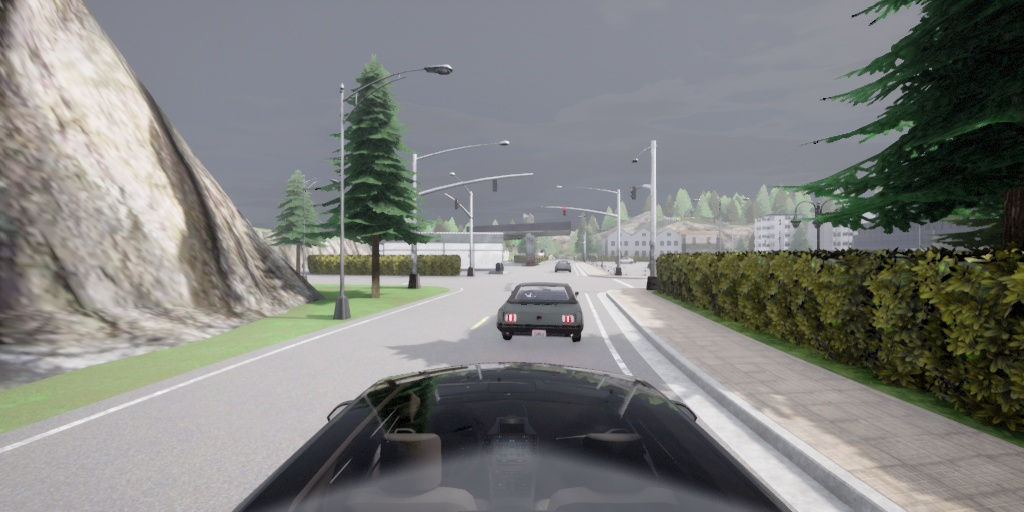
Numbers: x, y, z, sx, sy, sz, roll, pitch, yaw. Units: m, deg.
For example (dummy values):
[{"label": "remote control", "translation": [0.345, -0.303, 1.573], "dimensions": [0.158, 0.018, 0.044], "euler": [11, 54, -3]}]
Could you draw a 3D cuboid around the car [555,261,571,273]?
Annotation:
[{"label": "car", "translation": [6.378, 1.311, 44.725], "dimensions": [1.994, 1.385, 4.181], "euler": [0, 0, 9]}]

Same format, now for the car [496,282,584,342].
[{"label": "car", "translation": [0.882, 1.350, 9.781], "dimensions": [1.895, 1.301, 4.718], "euler": [0, 0, 8]}]
